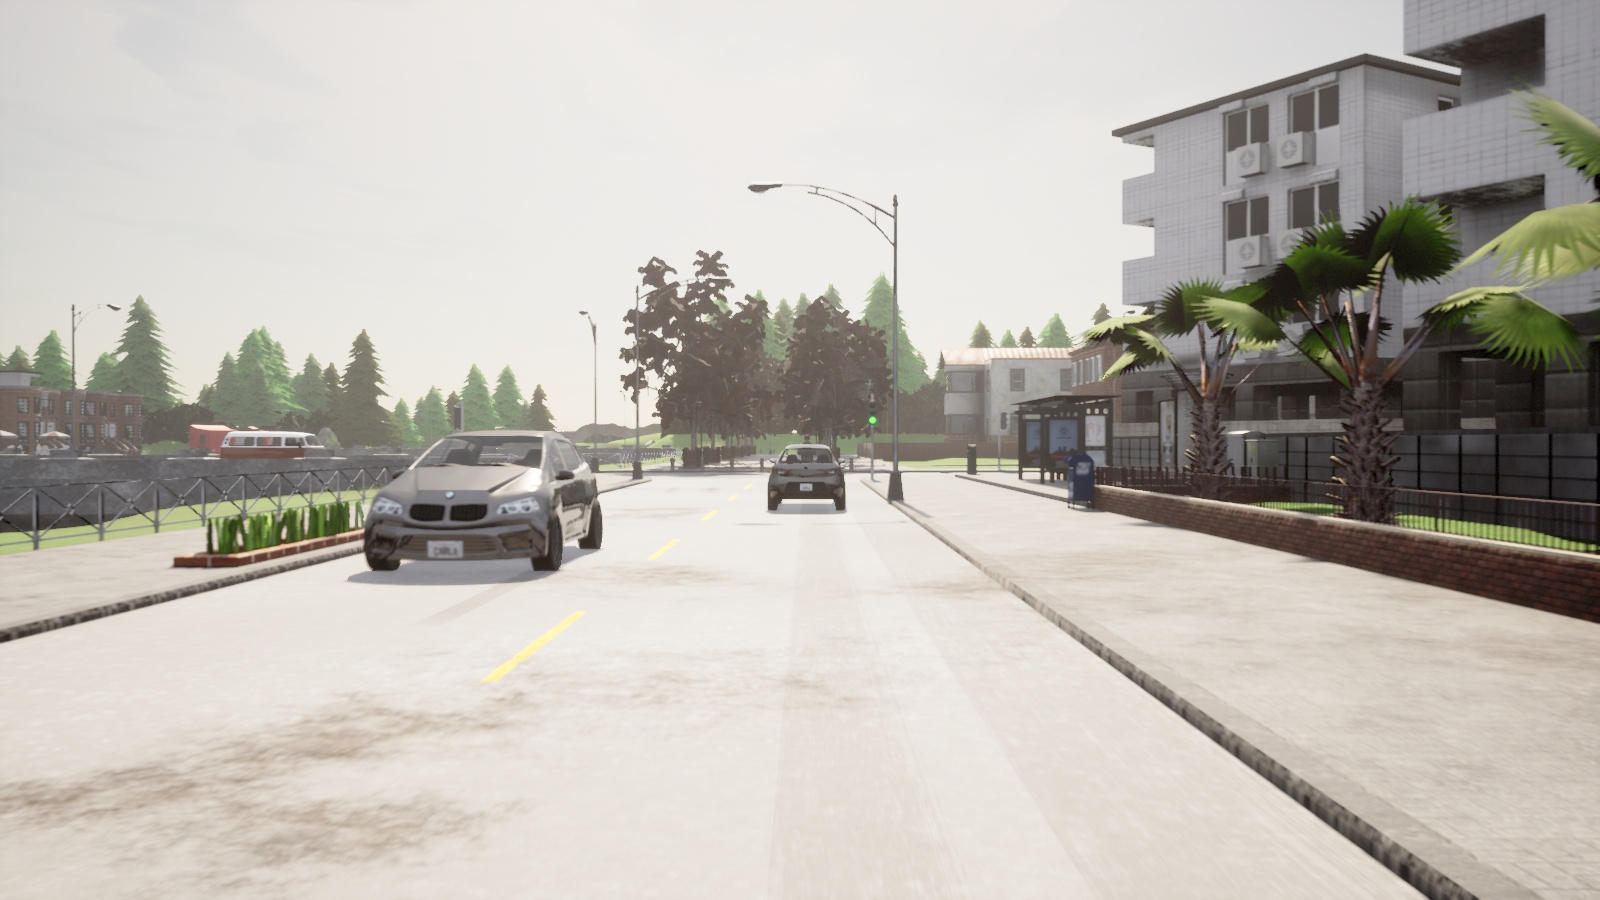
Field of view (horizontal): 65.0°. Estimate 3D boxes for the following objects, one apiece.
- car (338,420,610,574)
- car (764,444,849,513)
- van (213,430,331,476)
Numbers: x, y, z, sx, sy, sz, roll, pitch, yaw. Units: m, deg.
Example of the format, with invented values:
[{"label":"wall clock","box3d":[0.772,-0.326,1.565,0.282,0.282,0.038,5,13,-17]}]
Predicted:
[{"label":"car","box3d":[-3.893,0.498,15.954,2.242,1.667,4.611,0,0,0]},{"label":"car","box3d":[0.168,0.596,29.067,1.816,1.474,4.193,0,0,1]},{"label":"van","box3d":[-23.845,0.130,56.823,4.480,2.038,2.069,0,0,0]}]
